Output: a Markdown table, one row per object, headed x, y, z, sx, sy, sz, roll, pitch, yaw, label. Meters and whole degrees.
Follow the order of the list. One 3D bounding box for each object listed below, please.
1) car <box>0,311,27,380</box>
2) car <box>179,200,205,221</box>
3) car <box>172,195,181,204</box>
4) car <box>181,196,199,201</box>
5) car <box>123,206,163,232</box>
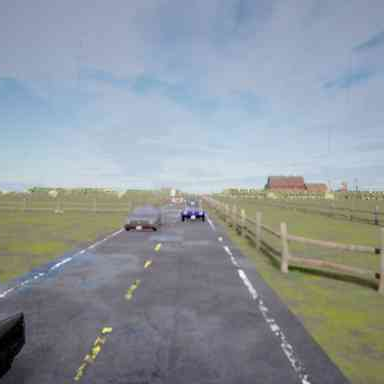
| x | y | z | sx | sy | sz | roll | pitch | yaw | label |
| --- | --- | --- | --- | --- | --- | --- | --- | --- | --- |
| -2.855 | 1.602 | 1.638 | 1.895 | 1.301 | 4.718 | 0 | 0 | 0 | car |
| 0.084 | 1.609 | 27.021 | 1.895 | 1.301 | 4.718 | 0 | 0 | 0 | car |
| -2.776 | 1.417 | 65.305 | 2.097 | 1.767 | 4.553 | 0 | 0 | 0 | car |
| 0.077 | 1.363 | 39.832 | 2.097 | 1.767 | 4.553 | 0 | 0 | 0 | car |
| -2.861 | 1.554 | 20.622 | 2.033 | 1.411 | 5.357 | 0 | 0 | 0 | car |
